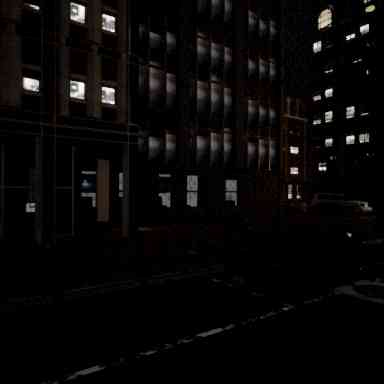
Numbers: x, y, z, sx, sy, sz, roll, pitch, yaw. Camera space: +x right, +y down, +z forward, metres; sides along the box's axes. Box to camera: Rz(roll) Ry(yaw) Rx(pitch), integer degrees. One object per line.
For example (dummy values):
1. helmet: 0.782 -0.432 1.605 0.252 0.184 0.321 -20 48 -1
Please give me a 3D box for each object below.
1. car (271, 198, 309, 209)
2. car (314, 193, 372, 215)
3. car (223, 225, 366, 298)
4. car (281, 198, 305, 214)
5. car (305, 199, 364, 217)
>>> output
1. car: 12.968 1.499 44.430 1.752 1.417 4.829 0 0 -36
2. car: 14.440 1.178 32.443 2.150 2.045 5.566 0 1 -36
3. car: 2.782 1.567 8.542 4.313 1.339 1.947 0 0 -36
4. car: 9.659 1.467 34.667 1.752 1.417 4.829 0 0 -36
5. car: 12.860 1.534 30.204 1.802 1.307 4.206 0 0 -36
